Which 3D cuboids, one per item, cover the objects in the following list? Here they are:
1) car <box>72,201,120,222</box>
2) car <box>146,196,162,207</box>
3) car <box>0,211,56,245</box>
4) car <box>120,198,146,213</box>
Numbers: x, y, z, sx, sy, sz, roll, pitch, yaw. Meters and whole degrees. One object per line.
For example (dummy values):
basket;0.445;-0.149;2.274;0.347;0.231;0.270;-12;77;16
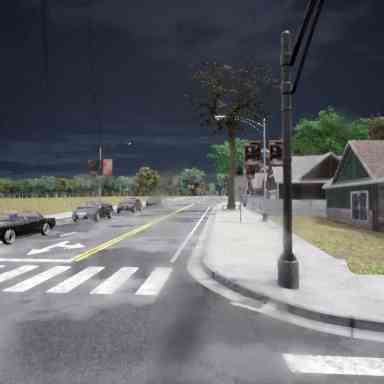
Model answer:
car;-7.571;1.449;25.785;2.128;1.511;4.902;0;0;5
car;-5.536;1.409;48.482;1.837;1.490;4.892;0;-1;5
car;-8.444;1.594;15.733;1.895;1.301;4.718;0;0;5
car;-6.684;1.430;35.991;1.837;1.490;4.892;0;0;5
